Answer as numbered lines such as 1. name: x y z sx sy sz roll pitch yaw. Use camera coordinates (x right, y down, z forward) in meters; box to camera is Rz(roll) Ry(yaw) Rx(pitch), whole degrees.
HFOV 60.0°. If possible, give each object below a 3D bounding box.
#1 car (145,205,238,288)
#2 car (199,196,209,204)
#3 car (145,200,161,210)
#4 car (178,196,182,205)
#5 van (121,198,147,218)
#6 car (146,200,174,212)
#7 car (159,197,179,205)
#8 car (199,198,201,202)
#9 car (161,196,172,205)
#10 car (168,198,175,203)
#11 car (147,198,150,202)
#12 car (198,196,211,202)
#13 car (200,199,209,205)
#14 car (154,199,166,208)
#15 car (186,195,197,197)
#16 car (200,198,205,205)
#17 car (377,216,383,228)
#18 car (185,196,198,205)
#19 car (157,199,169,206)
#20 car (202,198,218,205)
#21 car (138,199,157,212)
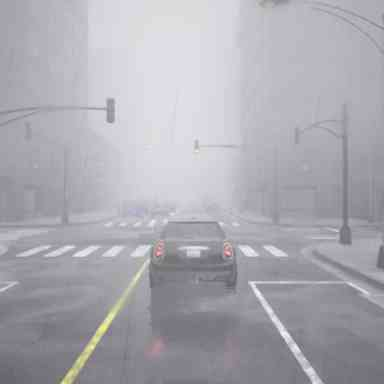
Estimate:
1. car: -0.023 1.437 9.661 2.097 1.767 4.553 0 0 -2
2. car: 3.018 1.942 84.050 2.150 2.045 5.566 0 0 0
3. car: -5.848 1.972 49.829 1.887 1.381 4.507 0 0 0
4. car: -3.068 1.952 55.355 1.882 1.535 5.008 0 0 0
5. van: -5.852 1.626 33.043 1.690 1.788 3.998 0 0 0
6. car: -3.118 1.835 33.352 2.033 1.411 5.357 0 0 -4
7. car: -3.091 1.853 43.679 1.882 1.535 5.008 0 0 0
8. car: 2.679 2.041 55.443 1.947 1.339 4.313 0 0 0
9. car: -5.842 1.980 77.808 2.192 1.841 5.009 0 0 0
10. car: -5.839 2.355 94.593 1.887 1.381 4.507 0 -1 0
11. car: -5.851 1.648 38.639 2.192 1.841 5.009 0 0 0
12. car: 2.680 1.837 61.039 2.192 1.841 5.009 0 0 0
13. car: 2.683 2.199 72.225 1.802 1.307 4.206 0 0 0
14. car: -5.846 2.046 60.850 1.752 1.417 4.829 0 0 0
15. car: 0.015 2.007 74.038 1.812 1.442 4.674 0 0 0
16. car: 2.678 1.978 49.849 2.008 1.369 4.403 0 0 0
17. car: 14.381 1.701 21.214 4.674 1.442 1.812 0 0 1
18. car: 0.067 2.074 64.071 1.812 1.442 4.674 0 0 0
19. car: -5.844 2.120 66.615 2.008 1.369 4.403 0 0 0
20. car: 2.677 1.907 44.425 1.752 1.417 4.829 0 0 0
21. car: -5.849 1.820 44.234 1.967 1.590 4.097 0 0 0
